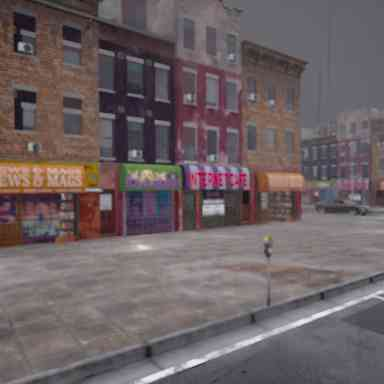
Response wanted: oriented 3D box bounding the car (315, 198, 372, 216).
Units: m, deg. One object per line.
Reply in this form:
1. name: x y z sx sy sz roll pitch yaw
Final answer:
1. car: 13.435 1.341 29.744 1.837 1.490 4.892 -1 0 -35
